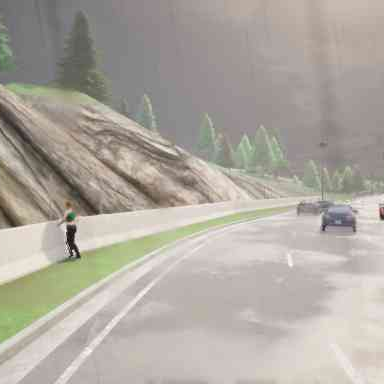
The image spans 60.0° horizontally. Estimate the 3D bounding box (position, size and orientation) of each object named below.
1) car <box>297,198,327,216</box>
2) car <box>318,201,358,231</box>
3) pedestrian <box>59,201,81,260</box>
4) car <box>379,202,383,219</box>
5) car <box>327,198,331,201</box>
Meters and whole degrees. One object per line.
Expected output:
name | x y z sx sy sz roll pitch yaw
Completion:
car | 11.648 1.491 32.812 2.128 1.511 4.902 0 0 29
car | 9.123 1.526 20.530 1.812 1.442 4.674 0 0 26
pedestrian | -3.769 1.141 10.328 0.375 1.860 0.375 0 0 12
car | 17.386 1.353 28.691 2.097 1.767 4.553 0 0 29
car | 16.619 1.491 41.718 2.128 1.511 4.902 0 0 29
